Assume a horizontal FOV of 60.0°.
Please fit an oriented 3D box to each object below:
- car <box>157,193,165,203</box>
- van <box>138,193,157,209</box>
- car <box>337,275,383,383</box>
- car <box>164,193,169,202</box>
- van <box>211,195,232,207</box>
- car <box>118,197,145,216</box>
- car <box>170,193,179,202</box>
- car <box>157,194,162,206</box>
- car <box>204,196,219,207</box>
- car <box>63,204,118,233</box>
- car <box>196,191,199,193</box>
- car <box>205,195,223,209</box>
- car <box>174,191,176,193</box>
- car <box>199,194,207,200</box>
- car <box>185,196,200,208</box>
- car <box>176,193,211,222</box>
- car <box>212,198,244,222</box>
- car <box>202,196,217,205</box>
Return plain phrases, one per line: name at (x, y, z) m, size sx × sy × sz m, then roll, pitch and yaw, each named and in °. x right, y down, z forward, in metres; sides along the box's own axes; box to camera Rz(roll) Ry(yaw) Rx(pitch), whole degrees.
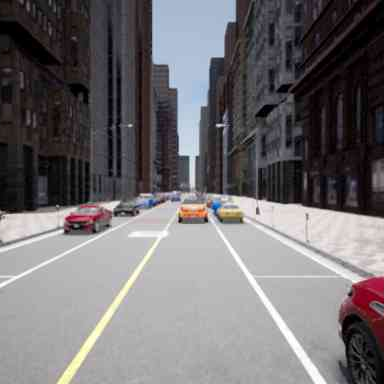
car at (-5.804, 1.299, 52.670) m, size 1.947 × 1.339 × 4.313 m, roll 0°, pitch 0°, yaw 0°
van at (-5.797, 1.129, 41.396) m, size 1.690 × 1.788 × 3.998 m, roll 0°, pitch 0°, yaw 0°
car at (2.758, 1.303, 1.960) m, size 2.192 × 1.841 × 5.009 m, roll 0°, pitch 0°, yaw 0°
car at (-5.809, 1.021, 58.305) m, size 2.192 × 1.841 × 5.009 m, roll 0°, pitch 0°, yaw 0°
van at (2.737, 1.184, 30.141) m, size 1.690 × 1.788 × 3.998 m, roll 0°, pitch 0°, yaw 0°
car at (-5.788, 1.410, 30.124) m, size 1.947 × 1.339 × 4.313 m, roll 0°, pitch 0°, yaw 0°
car at (-3.047, 1.285, 64.223) m, size 1.895 × 1.301 × 4.718 m, roll 0°, pitch 0°, yaw 0°
car at (-5.800, 1.327, 47.034) m, size 1.947 × 1.339 × 4.313 m, roll 0°, pitch 0°, yaw 0°
car at (2.725, 1.284, 47.221) m, size 1.752 × 1.417 × 4.829 m, roll 0°, pitch 0°, yaw 0°
car at (-5.779, 1.445, 18.850) m, size 1.887 × 1.381 × 4.507 m, roll 0°, pitch 0°, yaw 0°
car at (2.704, 0.937, 75.231) m, size 2.192 × 1.841 × 5.009 m, roll 0°, pitch 0°, yaw 0°
car at (2.729, 1.227, 41.414) m, size 1.967 × 1.590 × 4.097 m, roll 0°, pitch 0°, yaw 0°
car at (-5.829, 1.008, 86.490) m, size 1.967 × 1.590 × 4.097 m, roll 0°, pitch 0°, yaw 0°
car at (2.700, 1.139, 80.869) m, size 1.887 × 1.381 × 4.507 m, roll 0°, pitch 0°, yaw 0°
car at (0.068, 1.276, 44.637) m, size 1.837 × 1.490 × 4.892 m, roll 0°, pitch 0°, yaw 0°
car at (0.081, 1.219, 25.312) m, size 2.097 × 1.767 × 4.553 m, roll 0°, pitch 0°, yaw 0°
car at (2.741, 1.395, 24.676) m, size 1.752 × 1.417 × 4.829 m, roll 0°, pitch 0°, yaw 0°
car at (2.721, 1.283, 52.687) m, size 2.008 × 1.369 × 4.403 m, roll 0°, pitch 0°, yaw 0°
